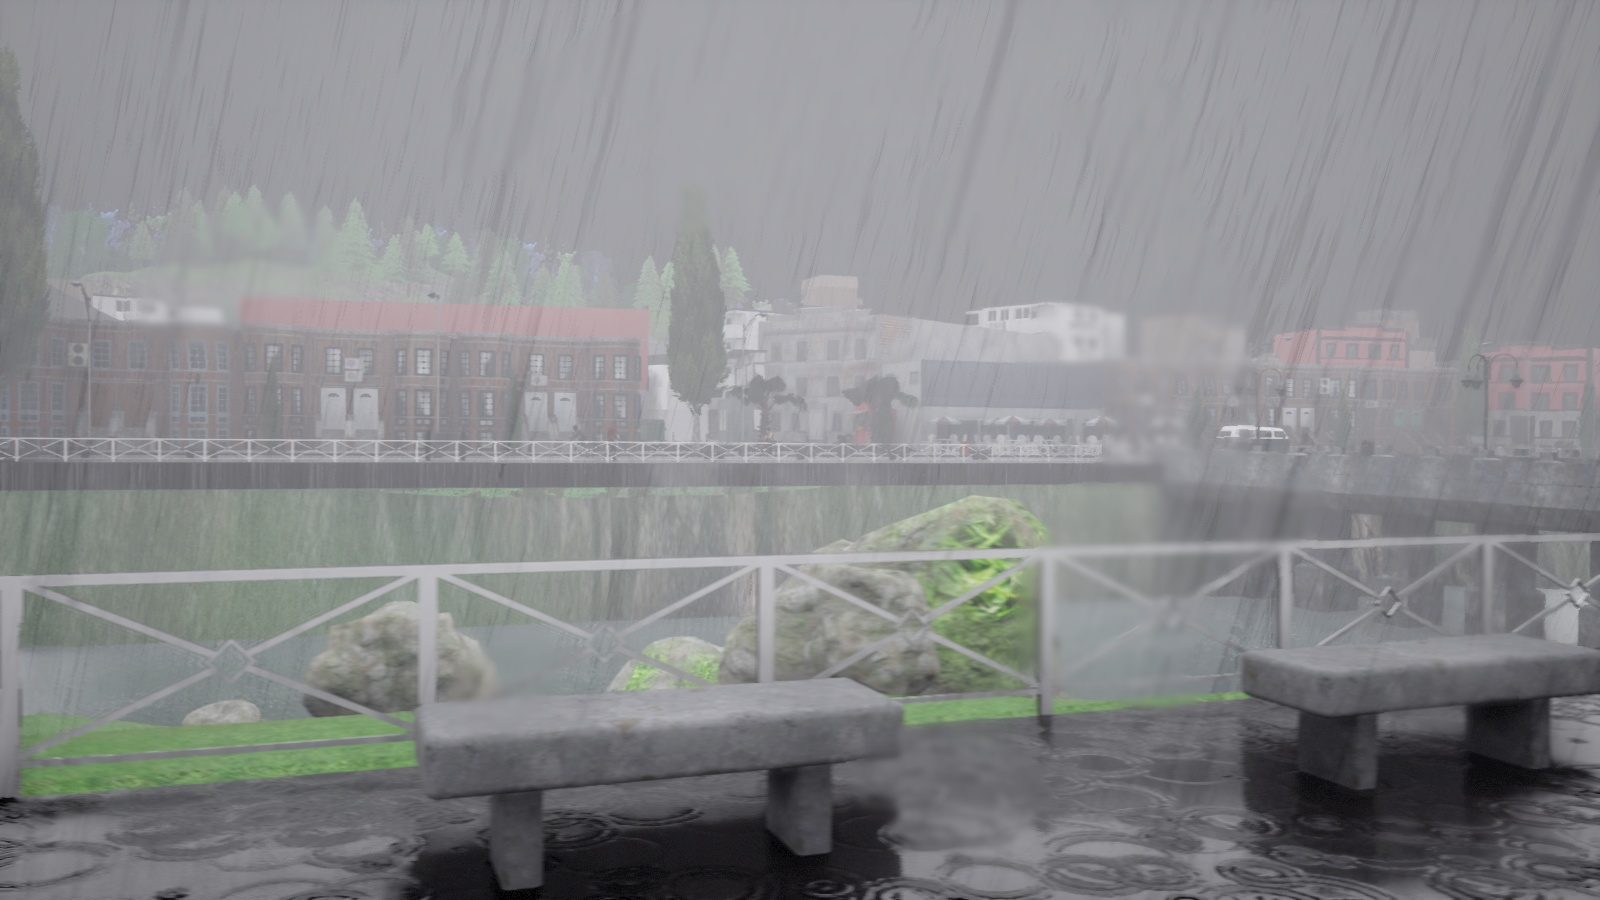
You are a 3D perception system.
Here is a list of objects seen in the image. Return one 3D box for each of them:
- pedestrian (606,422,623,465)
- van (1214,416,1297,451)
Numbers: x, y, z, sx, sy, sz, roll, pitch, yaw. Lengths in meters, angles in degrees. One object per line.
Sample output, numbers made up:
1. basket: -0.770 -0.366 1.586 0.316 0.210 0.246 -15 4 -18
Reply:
1. pedestrian: -7.953 -0.279 53.959 0.636 1.846 0.331 -1 1 -23
2. van: 27.521 -1.011 75.913 4.480 2.038 2.069 -1 1 -21
